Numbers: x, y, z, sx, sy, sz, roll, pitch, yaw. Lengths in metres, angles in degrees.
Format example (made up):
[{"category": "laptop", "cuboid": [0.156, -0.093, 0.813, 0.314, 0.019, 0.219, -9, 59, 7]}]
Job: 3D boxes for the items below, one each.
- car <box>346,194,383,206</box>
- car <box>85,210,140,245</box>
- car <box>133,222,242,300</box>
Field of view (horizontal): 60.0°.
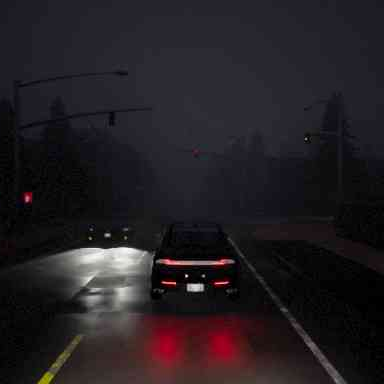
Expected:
[{"category": "car", "cuboid": [15.864, 1.202, 28.885, 5.566, 2.045, 2.150, 0, 0, -8]}, {"category": "car", "cuboid": [-3.533, 1.563, 15.495, 1.994, 1.385, 4.181, 0, 0, -4]}, {"category": "car", "cuboid": [0.079, 1.491, 8.356, 2.128, 1.511, 4.902, 0, 0, 0]}]
